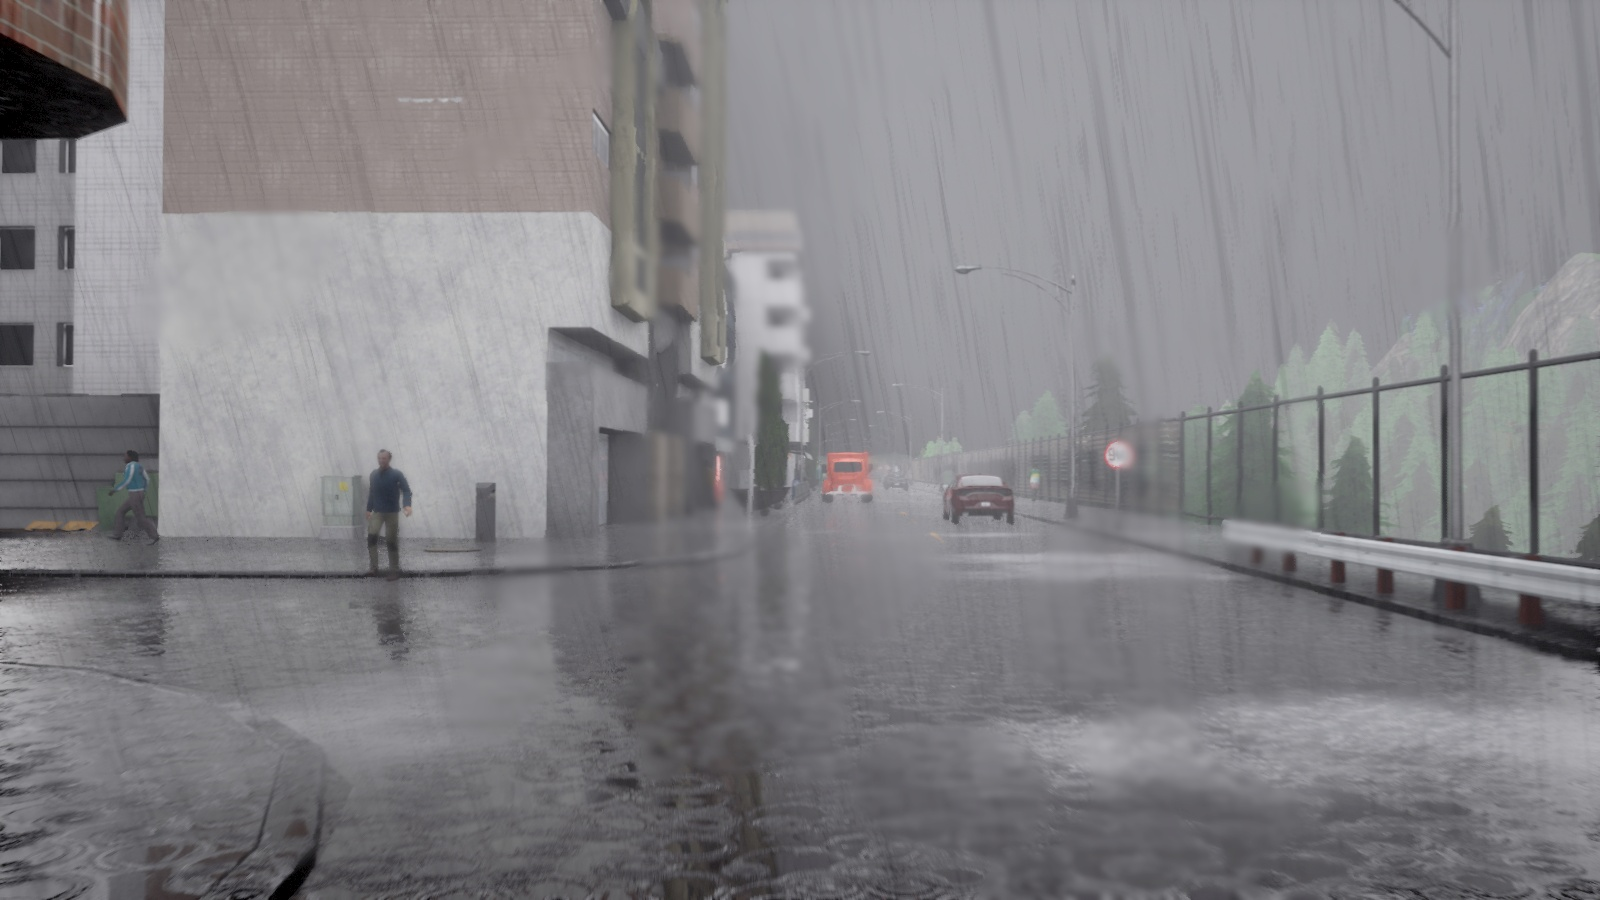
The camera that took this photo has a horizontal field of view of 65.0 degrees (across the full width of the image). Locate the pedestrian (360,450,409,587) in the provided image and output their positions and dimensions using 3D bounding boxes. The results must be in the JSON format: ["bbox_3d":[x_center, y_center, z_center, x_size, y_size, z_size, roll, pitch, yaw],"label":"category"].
[{"bbox_3d":[-5.693,0.929,17.243,0.402,1.842,0.726,0,-1,3],"label":"pedestrian"}]

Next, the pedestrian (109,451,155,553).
[{"bbox_3d":[-12.848,0.991,24.164,0.692,1.930,0.396,0,-1,-11],"label":"pedestrian"}]

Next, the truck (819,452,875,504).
[{"bbox_3d":[2.330,1.355,61.977,2.627,2.467,5.204,0,-1,2],"label":"truck"}]

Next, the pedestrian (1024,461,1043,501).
[{"bbox_3d":[11.541,1.511,62.072,0.659,1.952,0.873,0,-1,-6],"label":"pedestrian"}]

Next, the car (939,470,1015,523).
[{"bbox_3d":[5.537,1.433,39.804,1.882,1.535,5.008,0,-1,2],"label":"car"}]

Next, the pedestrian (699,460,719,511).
[{"bbox_3d":[-3.305,1.303,45.652,0.709,1.840,0.431,0,-1,-2],"label":"pedestrian"}]
